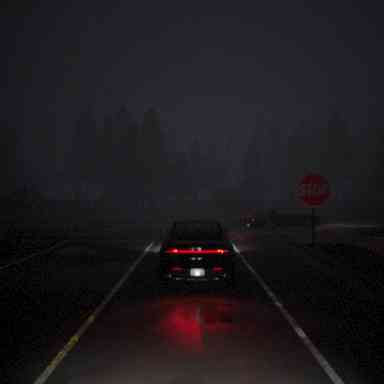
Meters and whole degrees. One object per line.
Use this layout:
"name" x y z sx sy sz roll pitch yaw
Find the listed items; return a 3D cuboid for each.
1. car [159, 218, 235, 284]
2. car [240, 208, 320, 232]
"car" 0.128 1.506 9.611 1.837 1.490 4.892 0 0 0
"car" 5.416 1.646 20.307 4.718 1.301 1.895 0 0 -21
